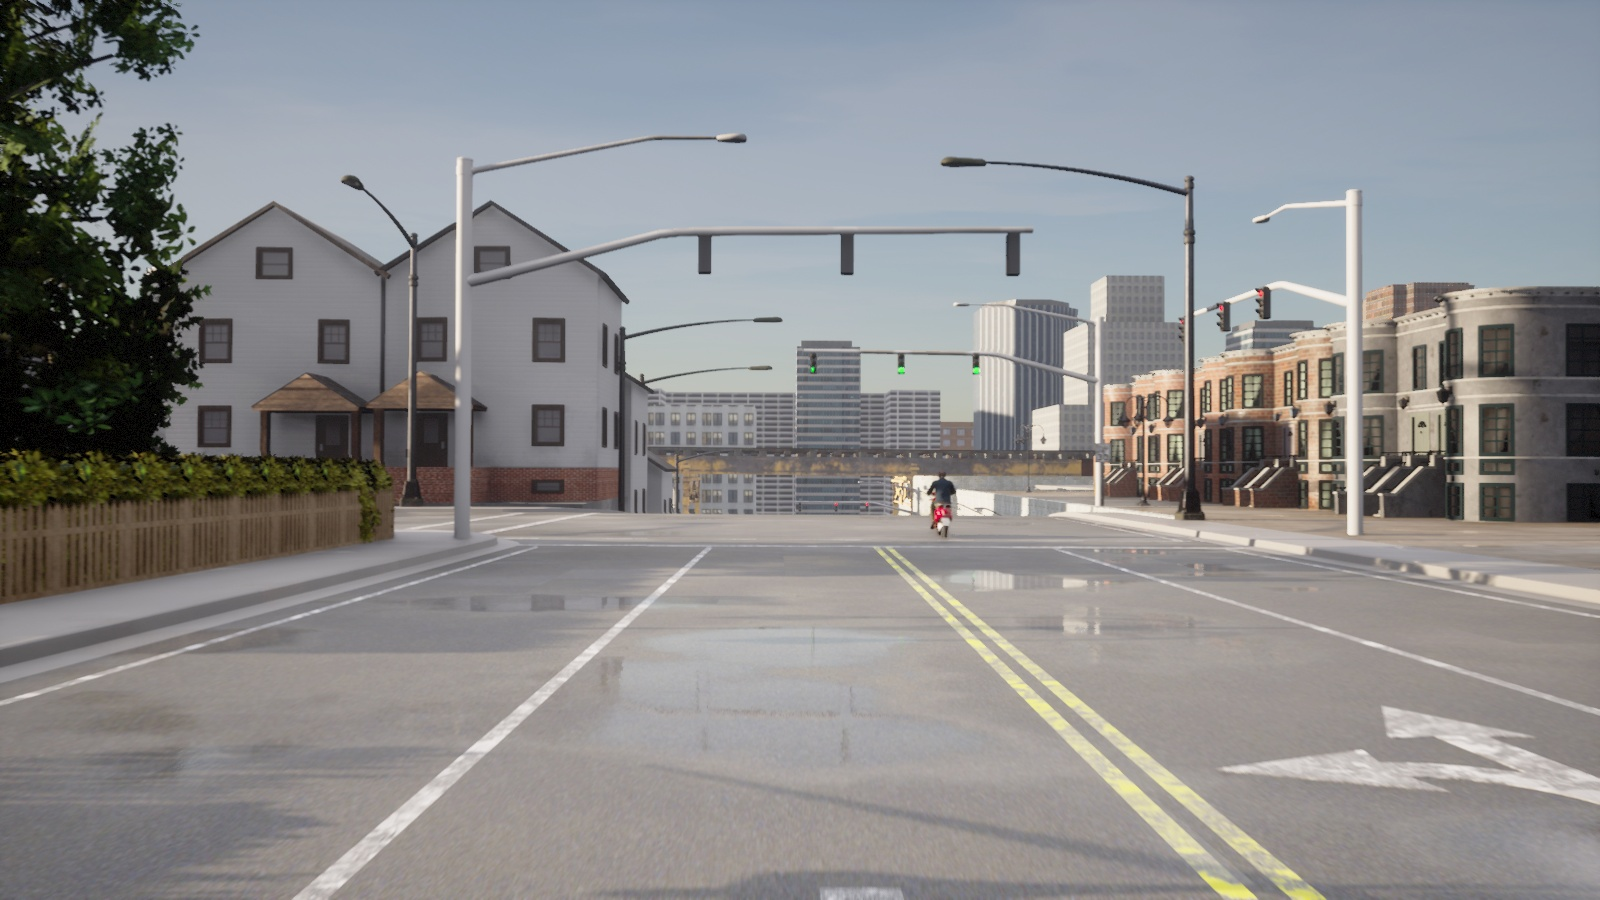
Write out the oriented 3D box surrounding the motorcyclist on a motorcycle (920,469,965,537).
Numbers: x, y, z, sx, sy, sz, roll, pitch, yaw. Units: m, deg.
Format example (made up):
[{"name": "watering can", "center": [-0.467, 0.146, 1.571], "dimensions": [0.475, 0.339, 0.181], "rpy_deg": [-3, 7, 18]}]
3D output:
[{"name": "motorcyclist on a motorcycle", "center": [3.425, 1.262, 30.346], "dimensions": [0.866, 1.590, 1.817], "rpy_deg": [0, -1, 0]}]
